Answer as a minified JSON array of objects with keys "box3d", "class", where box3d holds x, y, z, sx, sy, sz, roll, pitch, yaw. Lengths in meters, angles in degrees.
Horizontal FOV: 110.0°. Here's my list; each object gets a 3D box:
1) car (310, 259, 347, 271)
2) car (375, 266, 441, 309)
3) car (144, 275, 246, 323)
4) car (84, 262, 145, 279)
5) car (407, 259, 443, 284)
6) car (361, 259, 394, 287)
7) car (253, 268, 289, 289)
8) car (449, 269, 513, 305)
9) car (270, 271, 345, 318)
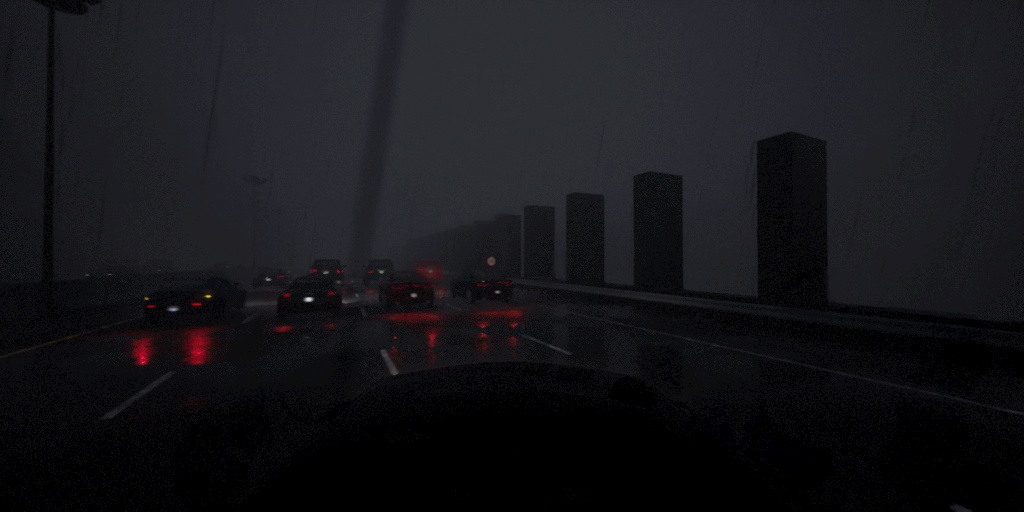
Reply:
[{"box3d":[-13.578,1.230,26.503,2.150,2.045,5.566,0,0,-25],"class":"car"},{"box3d":[-4.813,1.378,16.050,1.882,1.535,5.008,0,0,-25],"class":"car"},{"box3d":[-10.974,1.384,12.692,1.812,1.442,4.674,0,0,-25],"class":"car"},{"box3d":[-35.494,1.570,31.986,1.812,1.442,4.674,1,0,-22],"class":"car"},{"box3d":[-7.226,1.268,29.441,2.150,2.045,5.566,0,0,-25],"class":"car"},{"box3d":[-10.389,1.249,27.944,2.150,2.045,5.566,0,0,-25],"class":"car"},{"box3d":[-17.126,1.559,25.852,1.994,1.385,4.181,0,-1,-25],"class":"car"},{"box3d":[-1.653,1.397,17.555,1.882,1.535,5.008,0,0,-25],"class":"car"},{"box3d":[-7.635,1.438,13.811,1.994,1.385,4.181,0,-1,-25],"class":"car"}]
